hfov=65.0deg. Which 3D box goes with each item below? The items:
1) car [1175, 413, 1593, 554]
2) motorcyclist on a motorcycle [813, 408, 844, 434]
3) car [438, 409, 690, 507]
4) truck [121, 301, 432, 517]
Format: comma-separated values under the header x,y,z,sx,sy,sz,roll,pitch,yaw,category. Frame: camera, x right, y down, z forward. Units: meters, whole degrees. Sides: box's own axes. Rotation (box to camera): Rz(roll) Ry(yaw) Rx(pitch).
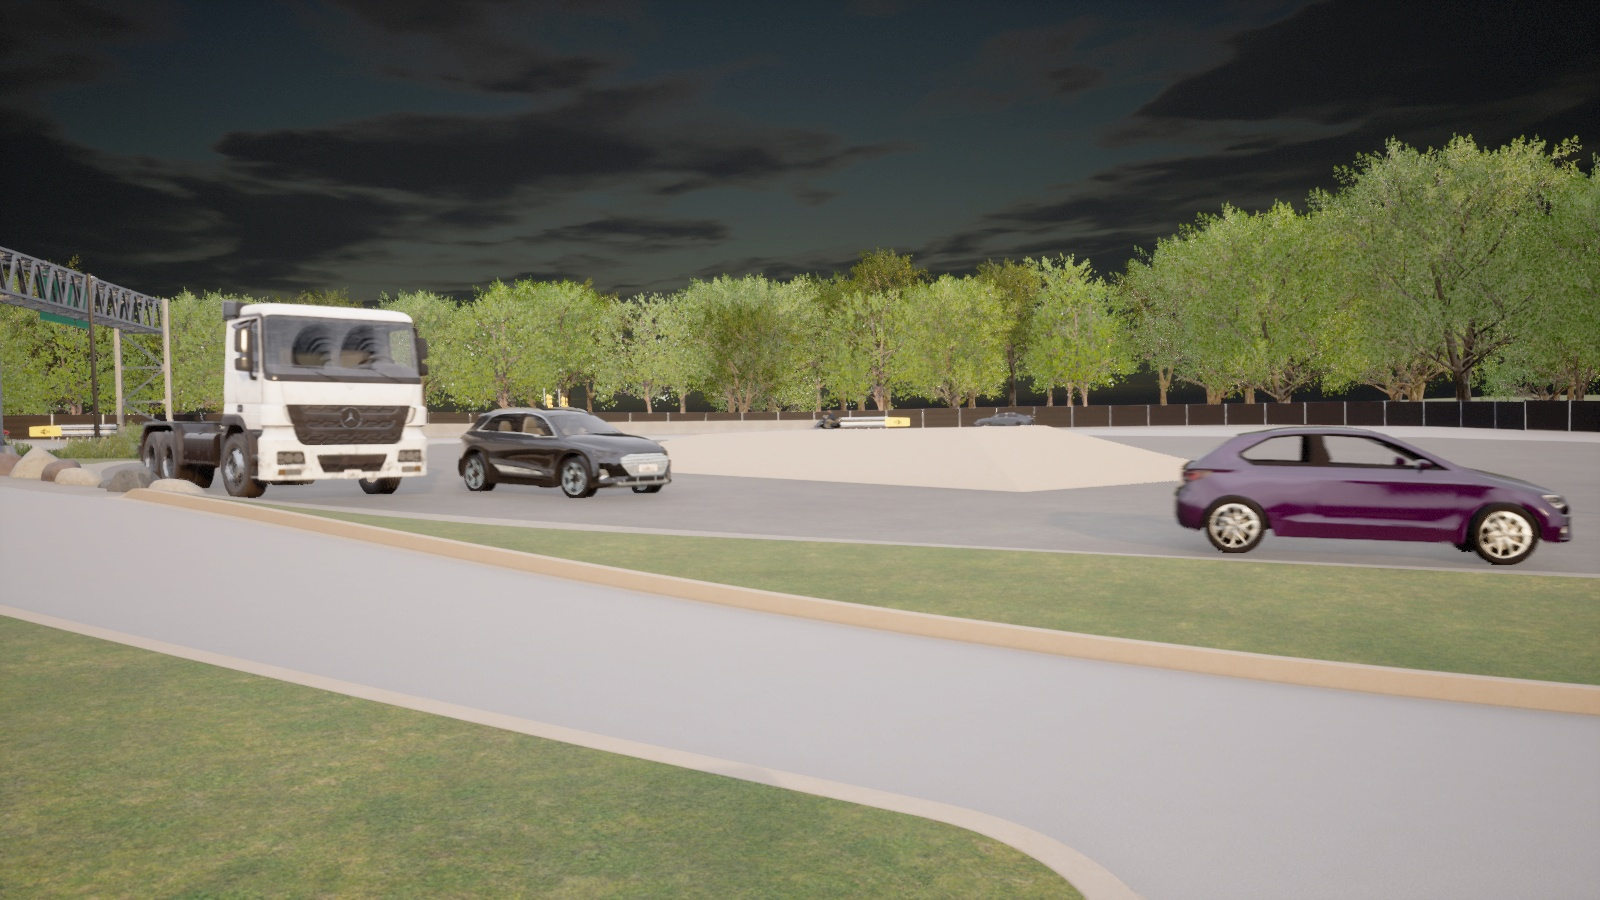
x,y,z,sx,sy,sz,roll,pitch,yaw,category
6.555,0.335,14.616,4.193,1.474,1.816,0,1,17,car
1.852,-1.900,82.371,1.817,1.590,0.866,-2,2,-12,motorcyclist on a motorcycle
-4.557,0.099,23.839,4.856,1.649,2.033,0,2,40,car
-10.272,-0.714,24.065,2.891,3.462,7.936,-2,2,-42,truck
